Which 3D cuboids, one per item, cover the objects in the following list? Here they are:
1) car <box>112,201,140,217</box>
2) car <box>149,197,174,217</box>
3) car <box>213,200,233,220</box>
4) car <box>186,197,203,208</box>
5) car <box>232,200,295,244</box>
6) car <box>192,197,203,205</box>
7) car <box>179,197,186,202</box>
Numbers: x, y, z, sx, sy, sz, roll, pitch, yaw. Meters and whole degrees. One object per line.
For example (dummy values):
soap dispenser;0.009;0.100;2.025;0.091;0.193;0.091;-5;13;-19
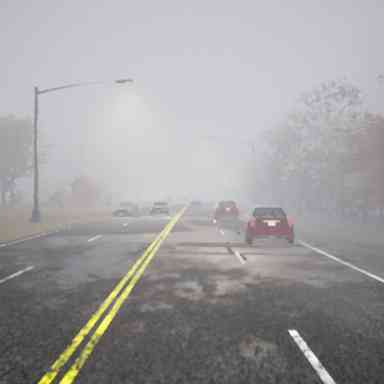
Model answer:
car;-6.313;1.625;32.596;2.033;1.411;5.357;0;0;1
car;-3.050;1.585;32.956;1.837;1.490;4.892;0;0;1
car;2.919;1.431;28.958;2.097;1.767;4.553;0;0;1
car;0.641;1.601;49.839;2.128;1.511;4.902;0;0;2
car;3.431;1.400;16.358;2.097;1.767;4.553;0;0;0
car;1.051;1.685;64.656;1.994;1.385;4.181;0;0;2
car;-1.854;1.663;74.534;1.895;1.301;4.718;0;0;2
